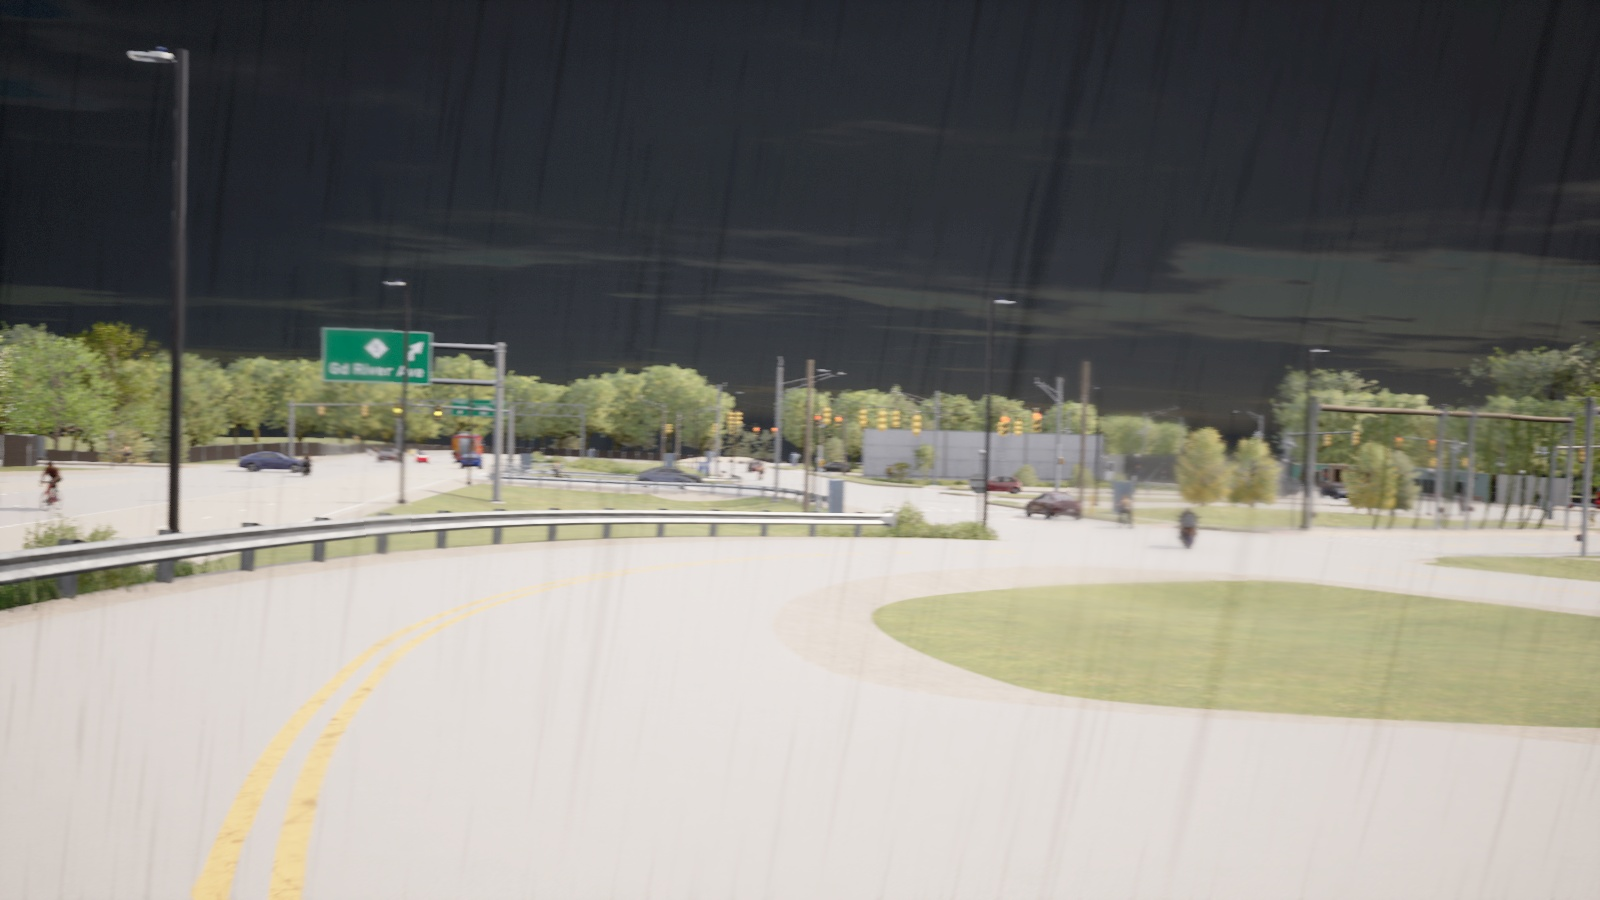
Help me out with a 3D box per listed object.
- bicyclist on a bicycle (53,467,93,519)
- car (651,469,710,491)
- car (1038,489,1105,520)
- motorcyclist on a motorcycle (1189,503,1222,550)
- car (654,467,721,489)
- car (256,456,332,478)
[{"bbox_3d":[-23.709,1.388,40.970,0.582,1.620,1.656,1,0,-9],"label":"bicyclist on a bicycle"},{"bbox_3d":[-8.772,2.226,92.251,4.181,1.385,1.994,3,0,-8],"label":"car"},{"bbox_3d":[14.407,2.857,66.906,1.812,1.442,4.674,1,0,-10],"label":"car"},{"bbox_3d":[14.402,2.697,44.645,0.866,1.530,2.191,1,-1,13],"label":"motorcyclist on a motorcycle"},{"bbox_3d":[-8.621,2.140,95.920,4.892,1.490,1.837,1,0,-11],"label":"car"},{"bbox_3d":[-35.361,1.167,87.837,4.674,1.442,1.812,1,0,-9],"label":"car"}]
